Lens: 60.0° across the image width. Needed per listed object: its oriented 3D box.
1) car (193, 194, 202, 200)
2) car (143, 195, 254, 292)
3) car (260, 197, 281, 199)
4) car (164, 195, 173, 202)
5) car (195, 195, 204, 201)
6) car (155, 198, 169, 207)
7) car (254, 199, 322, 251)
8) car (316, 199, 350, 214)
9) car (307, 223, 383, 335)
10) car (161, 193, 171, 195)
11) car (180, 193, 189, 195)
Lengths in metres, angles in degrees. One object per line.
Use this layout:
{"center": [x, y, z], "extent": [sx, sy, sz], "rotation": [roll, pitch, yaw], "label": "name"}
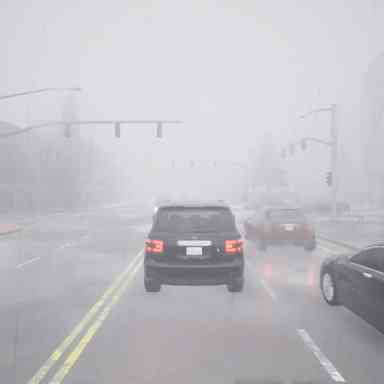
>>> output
{"center": [1.436, 1.439, 90.551], "extent": [2.128, 1.511, 4.902], "rotation": [0, 0, -1], "label": "car"}
{"center": [0.051, 1.221, 9.035], "extent": [2.150, 2.045, 5.566], "rotation": [0, 0, 0], "label": "car"}
{"center": [8.352, 1.351, 38.282], "extent": [4.553, 1.767, 2.097], "rotation": [0, 0, 12], "label": "car"}
{"center": [-5.164, 1.477, 74.044], "extent": [1.882, 1.535, 5.008], "rotation": [0, 0, -1], "label": "car"}
{"center": [1.679, 1.546, 80.576], "extent": [1.994, 1.385, 4.181], "rotation": [0, 0, -1], "label": "car"}
{"center": [-4.717, 1.601, 52.206], "extent": [1.895, 1.301, 4.718], "rotation": [0, 0, -1], "label": "car"}
{"center": [3.531, 1.352, 14.214], "extent": [2.097, 1.767, 4.553], "rotation": [0, 0, 0], "label": "car"}
{"center": [13.571, 1.492, 34.043], "extent": [4.902, 1.511, 2.128], "rotation": [0, 0, -3], "label": "car"}
{"center": [3.606, 1.505, 5.133], "extent": [1.837, 1.490, 4.892], "rotation": [0, 0, 0], "label": "car"}
{"center": [-4.940, 1.222, 62.914], "extent": [2.150, 2.045, 5.566], "rotation": [0, 0, -1], "label": "car"}
{"center": [-1.814, 1.496, 80.269], "extent": [1.837, 1.490, 4.892], "rotation": [0, 0, -1], "label": "car"}
